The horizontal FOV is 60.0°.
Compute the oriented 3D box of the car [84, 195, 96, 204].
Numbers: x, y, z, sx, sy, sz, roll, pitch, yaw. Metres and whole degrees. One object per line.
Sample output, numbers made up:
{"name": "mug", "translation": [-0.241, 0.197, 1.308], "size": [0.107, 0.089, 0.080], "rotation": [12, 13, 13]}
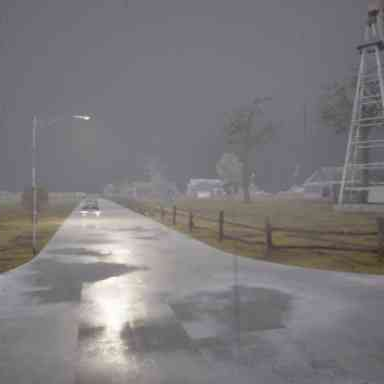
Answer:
{"name": "car", "translation": [-18.421, 1.327, 59.987], "size": [2.033, 1.411, 5.357], "rotation": [1, 0, -17]}

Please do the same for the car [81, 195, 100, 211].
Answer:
{"name": "car", "translation": [-11.920, 1.451, 39.060], "size": [1.837, 1.490, 4.892], "rotation": [1, 0, -17]}
